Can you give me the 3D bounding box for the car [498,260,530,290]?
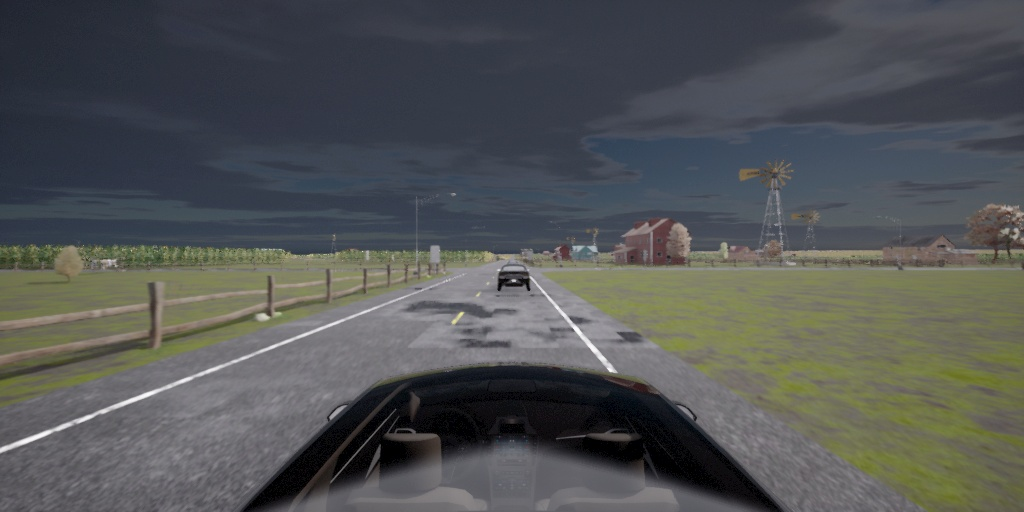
[{"bbox_3d":[0.112,1.228,22.504,1.882,1.535,5.008,0,0,0],"label":"car"}]
